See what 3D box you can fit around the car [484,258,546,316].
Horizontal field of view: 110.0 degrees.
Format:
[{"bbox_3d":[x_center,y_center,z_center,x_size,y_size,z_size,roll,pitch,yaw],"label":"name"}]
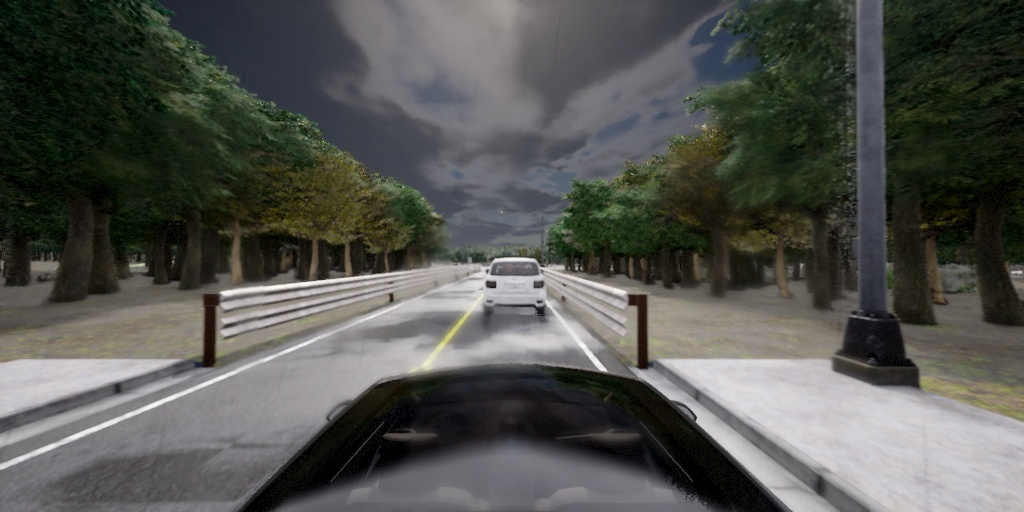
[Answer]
[{"bbox_3d":[0.105,1.110,14.264,2.150,2.045,5.566,0,0,0],"label":"car"}]
